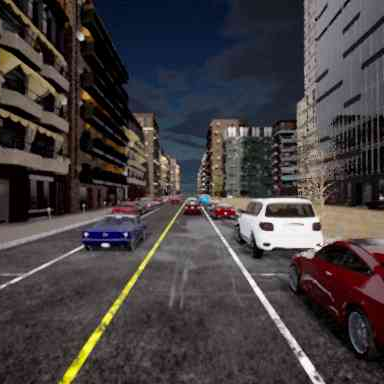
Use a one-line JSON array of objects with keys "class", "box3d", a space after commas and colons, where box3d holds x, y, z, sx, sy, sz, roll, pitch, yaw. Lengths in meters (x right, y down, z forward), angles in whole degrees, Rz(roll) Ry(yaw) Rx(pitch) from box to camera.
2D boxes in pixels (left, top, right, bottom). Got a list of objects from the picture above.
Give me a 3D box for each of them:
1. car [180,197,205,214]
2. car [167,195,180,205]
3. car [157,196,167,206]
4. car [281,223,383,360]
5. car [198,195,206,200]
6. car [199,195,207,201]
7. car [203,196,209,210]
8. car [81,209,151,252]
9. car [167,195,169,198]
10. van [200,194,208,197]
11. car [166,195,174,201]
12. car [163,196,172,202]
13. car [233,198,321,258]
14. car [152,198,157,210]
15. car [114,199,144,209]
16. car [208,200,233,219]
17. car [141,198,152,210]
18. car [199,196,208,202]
[{"class": "car", "box3d": [0.087, 1.575, 35.050, 2.033, 1.411, 5.357, 0, 0, 1]}, {"class": "car", "box3d": [-3.005, 1.652, 61.975, 1.895, 1.301, 4.718, 0, 0, 0]}, {"class": "car", "box3d": [-5.683, 1.628, 56.599, 1.802, 1.307, 4.206, 1, 0, 0]}, {"class": "car", "box3d": [3.148, 1.530, 5.819, 1.812, 1.442, 4.674, 0, 0, 0]}, {"class": "car", "box3d": [2.824, 1.635, 95.587, 2.008, 1.369, 4.403, 1, 0, 0]}, {"class": "car", "box3d": [2.825, 1.629, 90.017, 2.008, 1.369, 4.403, 1, 0, 0]}, {"class": "car", "box3d": [2.698, 1.583, 39.889, 2.008, 1.369, 4.403, 1, 0, 0]}, {"class": "car", "box3d": [-3.103, 1.612, 14.152, 1.895, 1.301, 4.718, 0, 0, 0]}, {"class": "car", "box3d": [-5.687, 1.497, 67.738, 1.967, 1.590, 4.097, 1, 0, 0]}, {"class": "van", "box3d": [2.727, 1.401, 71.126, 1.690, 1.788, 3.998, 1, 0, 0]}, {"class": "car", "box3d": [-5.813, 1.516, 87.781, 1.967, 1.590, 4.097, 1, 0, 0]}, {"class": "car", "box3d": [-5.764, 1.649, 78.877, 1.802, 1.307, 4.206, 1, 0, 0]}, {"class": "car", "box3d": [3.105, 1.233, 12.850, 2.150, 2.045, 5.566, 0, 0, 0]}, {"class": "car", "box3d": [-5.680, 1.471, 39.889, 1.967, 1.590, 4.097, 1, 0, 0]}, {"class": "car", "box3d": [-5.681, 1.567, 28.750, 1.887, 1.381, 4.507, 1, 0, 0]}, {"class": "car", "box3d": [2.699, 1.567, 28.749, 1.887, 1.381, 4.507, 1, 0, 0]}, {"class": "car", "box3d": [-5.681, 1.592, 34.320, 1.947, 1.339, 4.313, 1, 0, 0]}, {"class": "car", "box3d": [2.780, 1.613, 79.587, 1.887, 1.381, 4.507, 1, 0, 0]}]
